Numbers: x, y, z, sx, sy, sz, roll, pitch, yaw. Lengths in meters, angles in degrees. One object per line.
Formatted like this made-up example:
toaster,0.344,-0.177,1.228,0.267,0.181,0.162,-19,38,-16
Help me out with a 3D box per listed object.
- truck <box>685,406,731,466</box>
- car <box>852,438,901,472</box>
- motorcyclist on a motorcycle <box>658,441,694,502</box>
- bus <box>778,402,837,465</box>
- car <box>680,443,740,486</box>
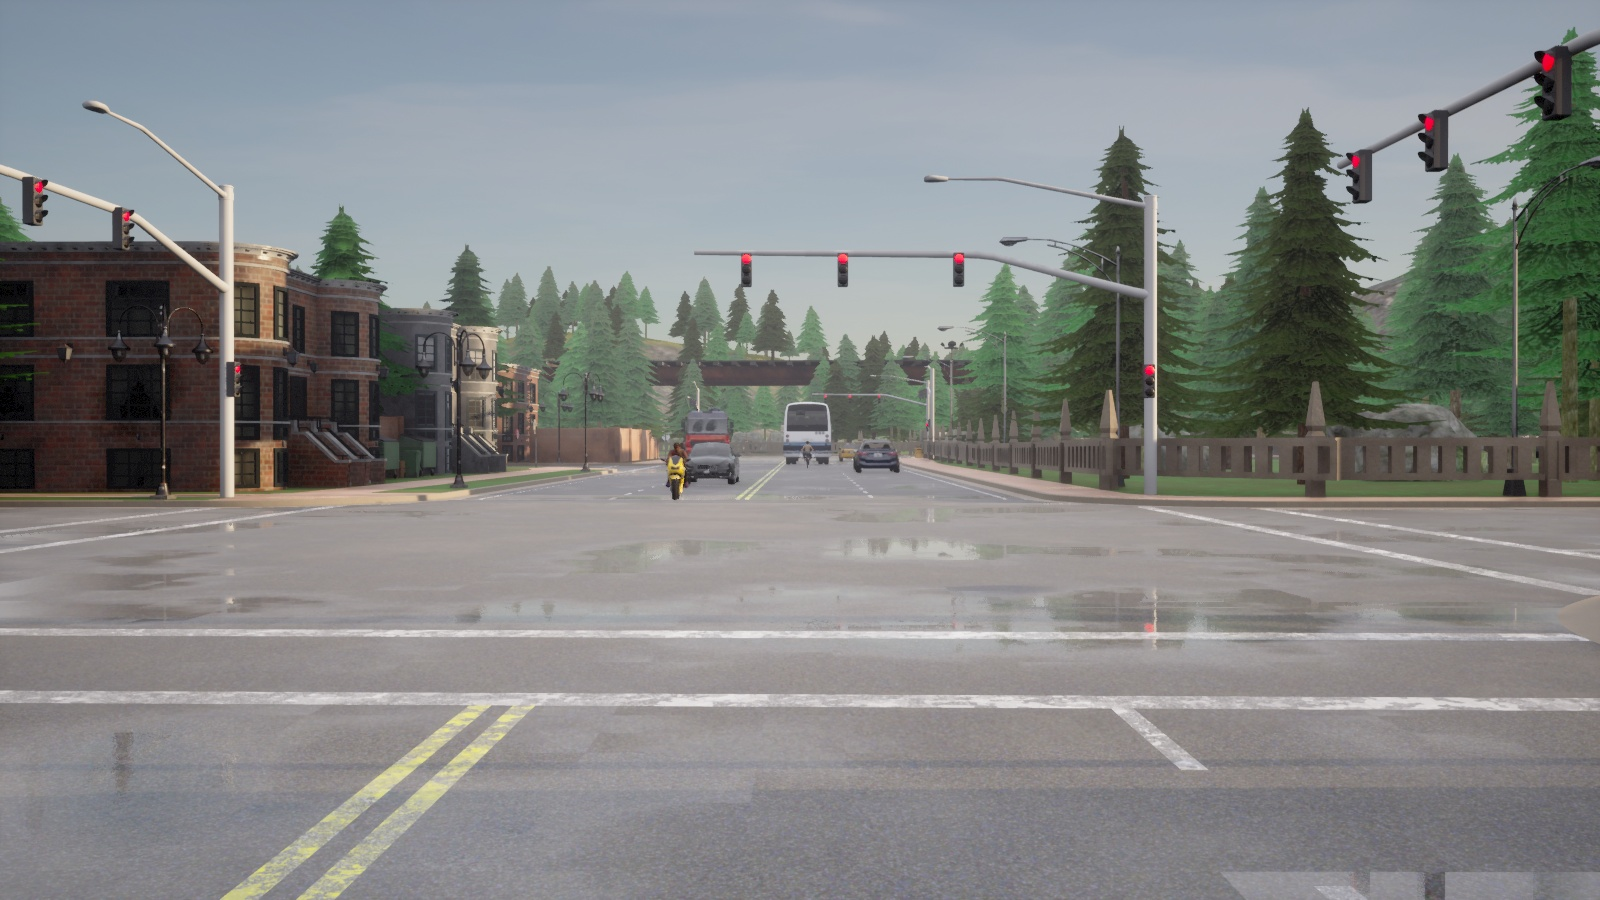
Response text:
truck,-6.161,-0.897,83.919,2.891,3.827,8.468,0,0,-4
car,3.879,0.230,64.411,2.242,1.667,4.611,0,0,0
motorcyclist on a motorcycle,-3.234,0.540,32.864,0.797,1.523,2.044,1,0,-2
bus,0.524,-1.136,89.810,3.944,4.253,10.273,0,0,0
car,-3.226,0.490,45.851,1.837,1.490,4.892,0,0,0
